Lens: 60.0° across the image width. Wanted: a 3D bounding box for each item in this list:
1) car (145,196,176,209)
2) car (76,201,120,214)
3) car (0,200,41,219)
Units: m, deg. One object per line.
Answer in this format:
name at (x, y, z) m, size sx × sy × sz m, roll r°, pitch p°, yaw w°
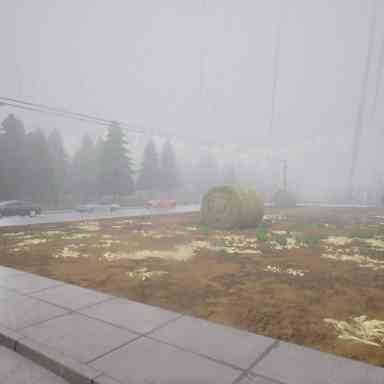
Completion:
car at (-4.213, 1.378, 44.728) m, size 2.097 × 1.767 × 4.553 m, roll 0°, pitch 0°, yaw 37°
car at (-10.307, 1.626, 36.536) m, size 1.895 × 1.301 × 4.718 m, roll 0°, pitch 0°, yaw 37°
car at (-15.790, 1.530, 29.147) m, size 1.837 × 1.490 × 4.892 m, roll 0°, pitch 0°, yaw 37°
